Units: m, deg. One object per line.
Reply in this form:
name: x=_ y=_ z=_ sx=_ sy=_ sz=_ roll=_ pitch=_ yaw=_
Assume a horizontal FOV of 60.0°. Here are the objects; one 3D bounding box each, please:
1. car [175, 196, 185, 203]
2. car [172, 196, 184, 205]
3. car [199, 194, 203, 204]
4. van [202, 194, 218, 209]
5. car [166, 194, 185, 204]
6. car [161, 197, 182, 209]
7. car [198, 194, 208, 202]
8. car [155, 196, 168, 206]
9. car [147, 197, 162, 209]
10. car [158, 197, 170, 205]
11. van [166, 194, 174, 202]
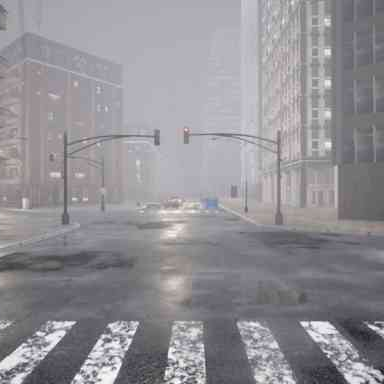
car: x=-2.589 y=1.669 z=73.899 sx=1.994 sy=1.385 sz=4.181 roll=0 pitch=0 yaw=0
car: x=-2.657 y=1.580 z=64.017 sx=2.128 sy=1.511 sz=4.902 roll=0 pitch=0 yaw=1
car: x=2.716 y=1.645 z=68.114 sx=1.887 sy=1.381 sz=4.507 roll=0 pitch=0 yaw=0
van: x=2.669 y=1.387 z=45.905 sx=1.690 sy=1.788 sz=3.998 roll=0 pitch=0 yaw=0
car: x=-2.705 y=1.415 z=54.177 sx=2.097 sy=1.767 sz=4.553 roll=0 pitch=0 yaw=0
car: x=-2.730 y=1.645 z=45.051 sx=1.895 sy=1.301 sz=4.718 roll=0 pitch=0 yaw=0
car: x=2.752 y=1.468 z=84.773 sx=2.192 sy=1.841 sz=5.009 roll=0 pitch=0 yaw=0
car: x=-5.188 y=1.510 z=57.028 sx=1.967 sy=1.590 sz=4.097 roll=0 pitch=0 yaw=0
car: x=-5.212 y=1.571 z=45.752 sx=1.752 sy=1.417 sz=4.829 roll=0 pitch=0 yaw=0
car: x=-5.176 y=1.651 z=62.580 sx=1.947 sy=1.339 sz=4.313 roll=0 pitch=0 yaw=0
van: x=-5.139 y=1.475 z=79.236 sx=1.690 sy=1.788 sz=3.998 roll=0 pitch=0 yaw=0
